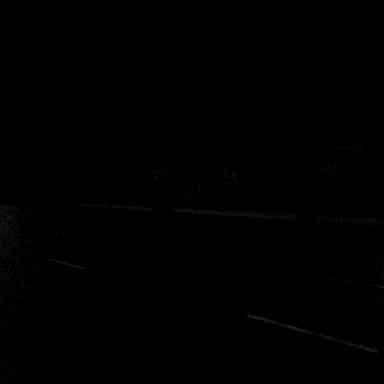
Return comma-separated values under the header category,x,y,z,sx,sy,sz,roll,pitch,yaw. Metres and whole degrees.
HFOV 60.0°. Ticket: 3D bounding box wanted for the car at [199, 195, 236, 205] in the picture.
category,x,y,z,sx,sy,sz,roll,pitch,yaw
car,3.762,1.202,48.662,5.357,1.411,2.033,0,0,-24
